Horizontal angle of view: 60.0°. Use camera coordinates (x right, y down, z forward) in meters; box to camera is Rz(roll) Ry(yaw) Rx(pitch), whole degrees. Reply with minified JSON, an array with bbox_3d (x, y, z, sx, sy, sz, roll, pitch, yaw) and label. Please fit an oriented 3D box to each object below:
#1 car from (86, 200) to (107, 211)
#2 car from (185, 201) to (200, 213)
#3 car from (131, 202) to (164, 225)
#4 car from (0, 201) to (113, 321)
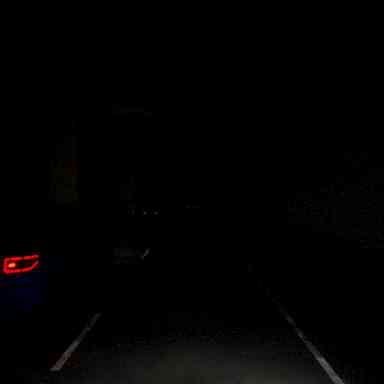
[{"bbox_3d":[-14.086,1.970,49.257,1.994,1.385,4.181,0,-1,0],"label":"car"},{"bbox_3d":[0.085,1.892,41.845,2.033,1.411,5.357,0,0,0],"label":"car"},{"bbox_3d":[-3.408,1.566,25.978,2.097,1.767,4.553,0,0,0],"label":"car"},{"bbox_3d":[-3.402,1.285,7.552,2.150,2.045,5.566,0,0,0],"label":"car"}]
